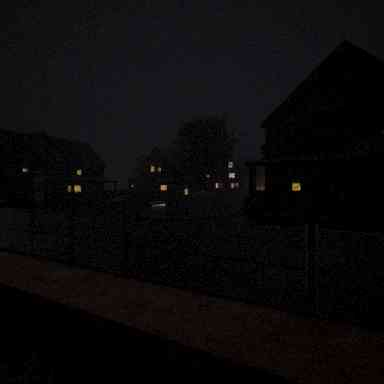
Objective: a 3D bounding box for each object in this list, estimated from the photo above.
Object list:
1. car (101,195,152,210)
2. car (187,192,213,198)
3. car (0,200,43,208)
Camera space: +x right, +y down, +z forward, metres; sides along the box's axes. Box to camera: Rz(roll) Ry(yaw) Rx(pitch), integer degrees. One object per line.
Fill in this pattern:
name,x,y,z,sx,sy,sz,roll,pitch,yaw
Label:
car,-5.843,0.986,29.480,2.033,1.411,5.357,1,2,36
car,0.914,0.730,38.933,1.994,1.385,4.181,1,2,36
car,-11.984,1.236,20.871,2.033,1.411,5.357,1,2,35
